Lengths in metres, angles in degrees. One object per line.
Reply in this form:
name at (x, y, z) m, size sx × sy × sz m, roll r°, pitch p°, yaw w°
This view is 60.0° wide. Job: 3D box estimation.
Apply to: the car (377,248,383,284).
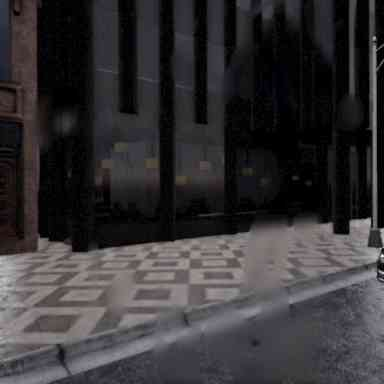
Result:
car at (6.228, 1.370, 7.825) m, size 4.902 × 1.511 × 2.128 m, roll -1°, pitch 1°, yaw -36°
